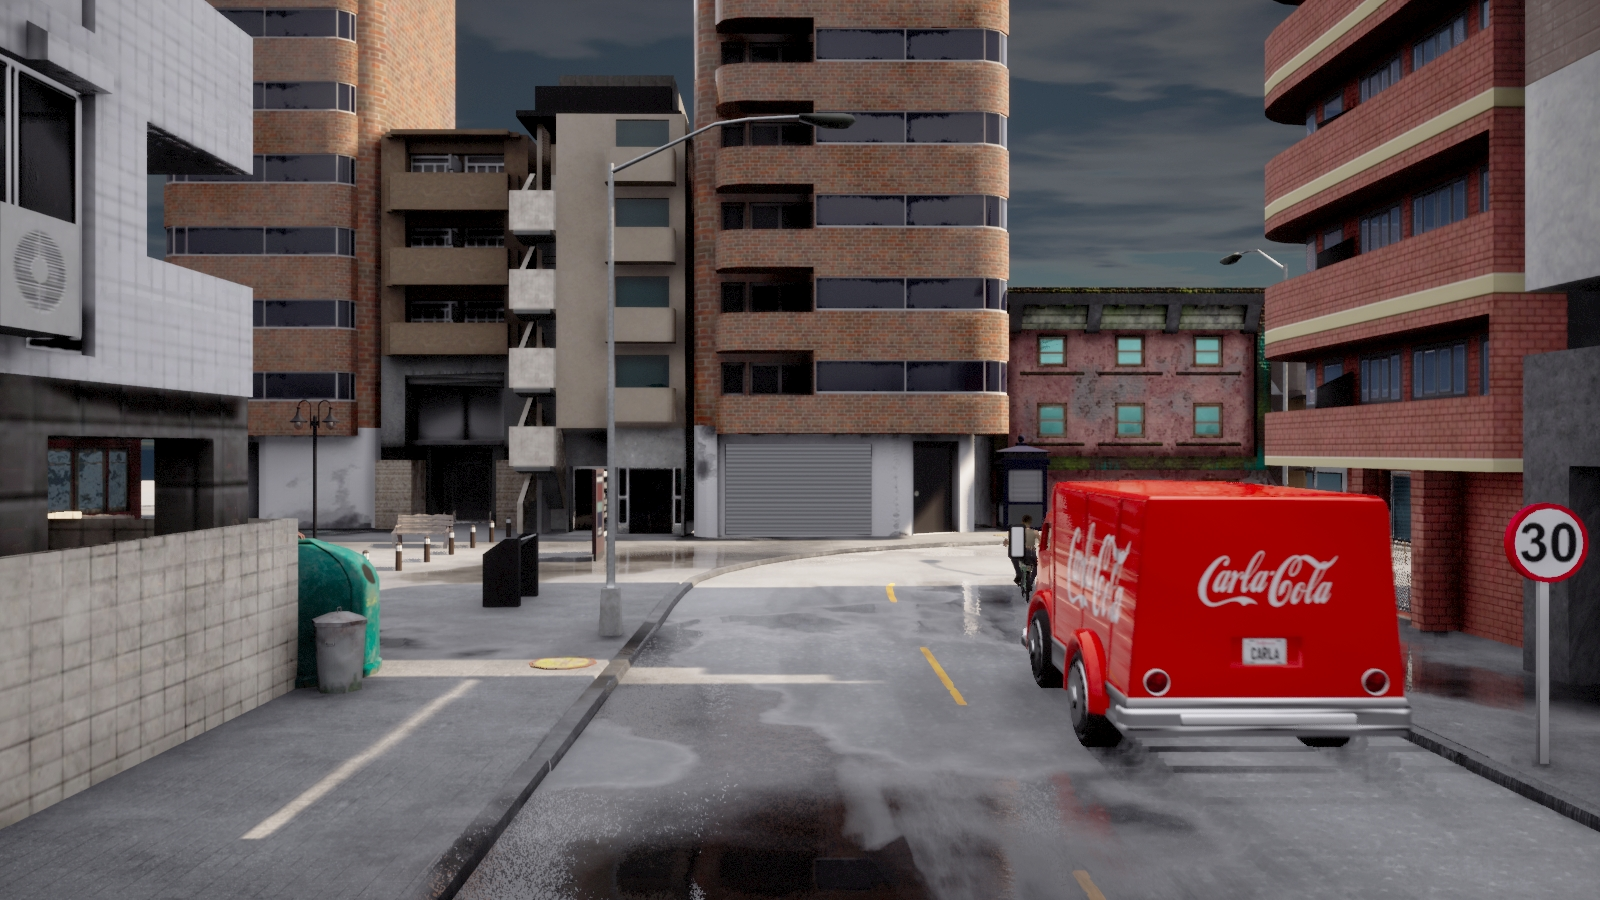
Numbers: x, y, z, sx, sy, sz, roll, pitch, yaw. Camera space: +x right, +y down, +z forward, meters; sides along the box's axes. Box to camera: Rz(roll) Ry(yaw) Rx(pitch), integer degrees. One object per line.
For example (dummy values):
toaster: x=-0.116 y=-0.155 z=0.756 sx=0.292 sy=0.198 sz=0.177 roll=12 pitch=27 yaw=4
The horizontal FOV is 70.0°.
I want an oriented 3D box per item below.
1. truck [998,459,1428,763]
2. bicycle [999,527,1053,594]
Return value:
truck: x=3.867 y=1.353 z=12.048 sx=2.627 sy=2.467 sz=5.204 roll=0 pitch=0 yaw=0
bicycle: x=4.219 y=2.045 z=21.400 sx=0.859 sy=1.080 sz=1.487 roll=1 pitch=0 yaw=7
